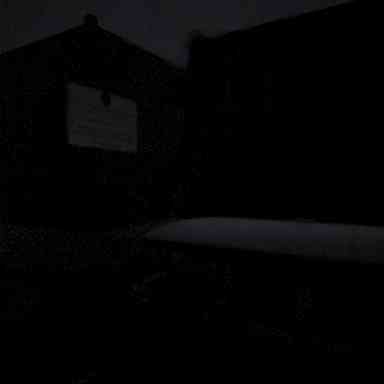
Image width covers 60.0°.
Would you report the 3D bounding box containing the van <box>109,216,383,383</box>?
[{"bbox_3d":[1.208,1.253,2.669,4.442,1.987,1.878,0,0,35],"label":"van"}]
